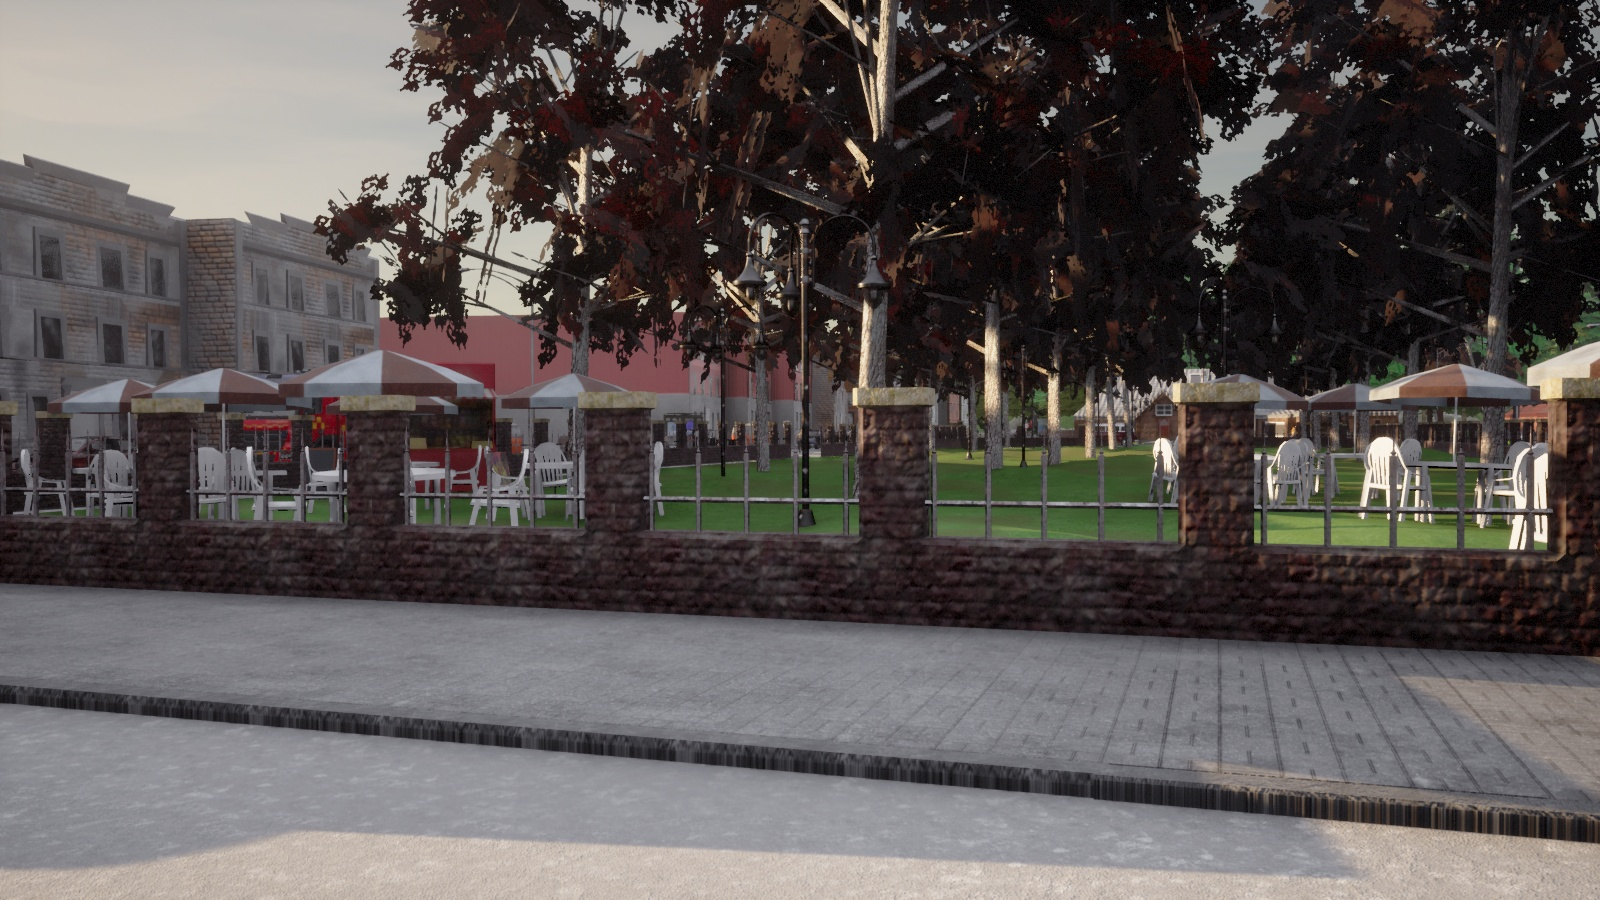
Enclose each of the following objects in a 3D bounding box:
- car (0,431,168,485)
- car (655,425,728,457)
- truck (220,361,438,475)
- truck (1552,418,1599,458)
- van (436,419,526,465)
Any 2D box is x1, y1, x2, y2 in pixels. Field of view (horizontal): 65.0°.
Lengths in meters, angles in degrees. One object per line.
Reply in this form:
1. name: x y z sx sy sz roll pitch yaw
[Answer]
1. car: -20.693 0.180 36.370 1.816 1.474 4.193 1 1 18
2. car: -5.846 -0.511 68.335 2.152 1.651 5.027 1 1 19
3. truck: -17.227 -1.152 46.772 2.891 3.827 8.468 1 1 18
4. truck: 49.946 -0.750 79.784 2.627 2.467 5.204 1 1 18
5. van: -14.172 -0.370 55.991 1.775 1.987 4.442 1 1 18
